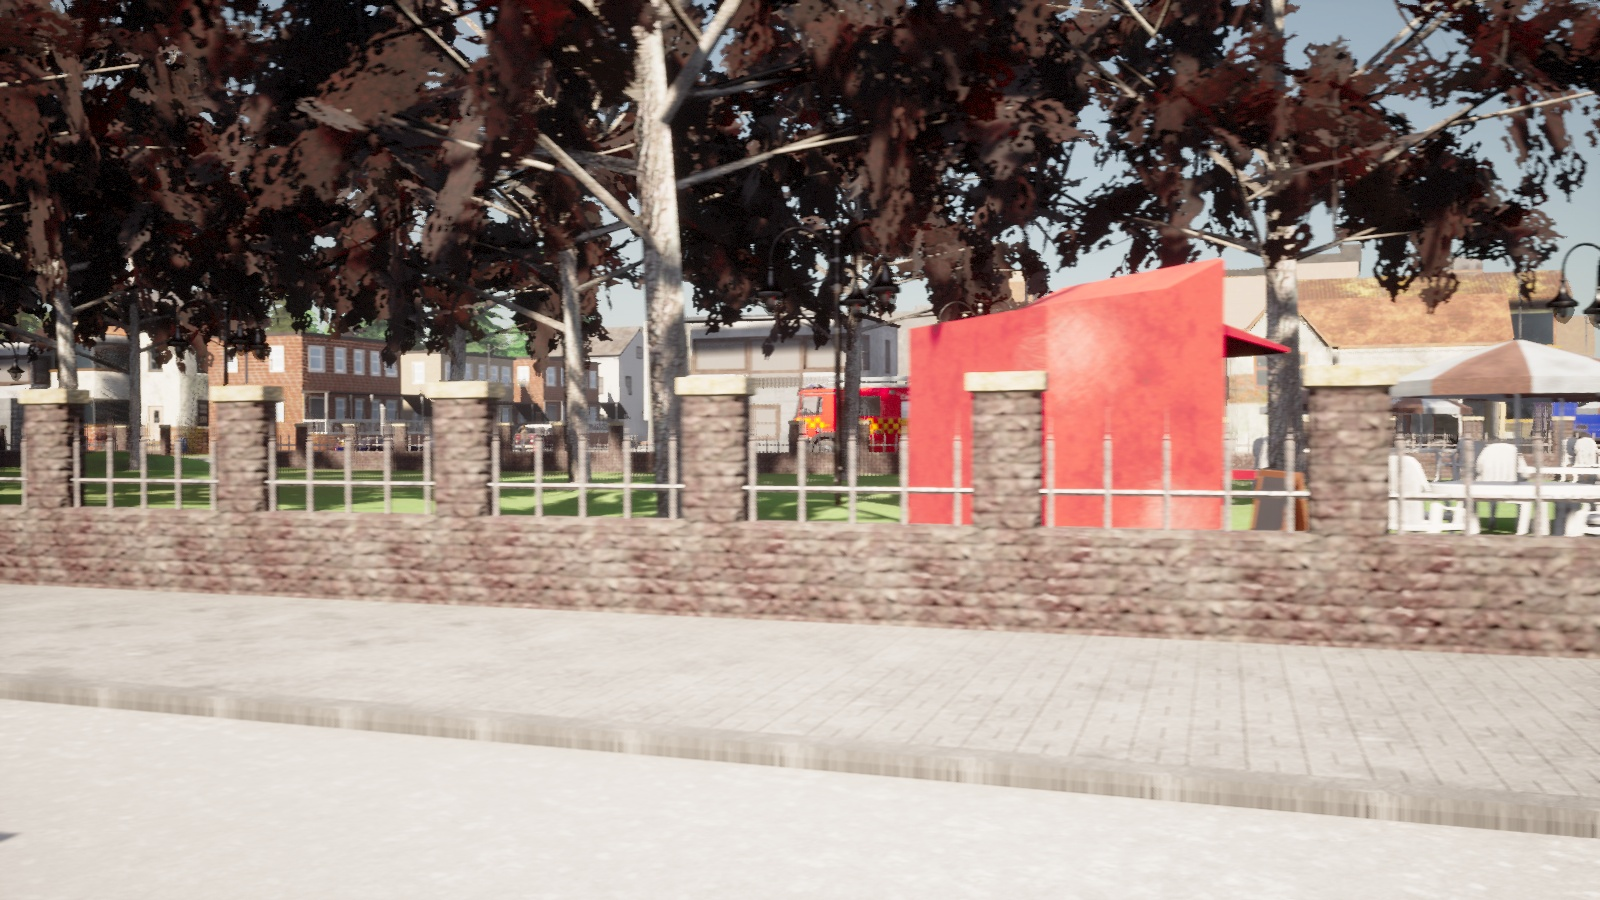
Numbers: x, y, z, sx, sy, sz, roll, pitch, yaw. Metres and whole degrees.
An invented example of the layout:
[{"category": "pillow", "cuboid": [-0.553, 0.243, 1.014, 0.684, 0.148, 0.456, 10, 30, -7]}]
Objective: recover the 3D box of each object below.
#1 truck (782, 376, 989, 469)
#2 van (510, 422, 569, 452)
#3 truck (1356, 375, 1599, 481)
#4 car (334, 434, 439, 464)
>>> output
[{"category": "truck", "cuboid": [3.712, -1.196, 54.433, 8.468, 3.827, 2.891, 1, 1, 19]}, {"category": "van", "cuboid": [-18.141, -0.923, 87.739, 2.069, 2.038, 4.480, 1, 1, 19]}, {"category": "truck", "cuboid": [23.733, -0.762, 43.443, 7.936, 3.462, 2.891, 1, 1, 19]}, {"category": "car", "cuboid": [-19.134, -0.074, 58.018, 4.718, 1.301, 1.895, 1, 1, 29]}]
